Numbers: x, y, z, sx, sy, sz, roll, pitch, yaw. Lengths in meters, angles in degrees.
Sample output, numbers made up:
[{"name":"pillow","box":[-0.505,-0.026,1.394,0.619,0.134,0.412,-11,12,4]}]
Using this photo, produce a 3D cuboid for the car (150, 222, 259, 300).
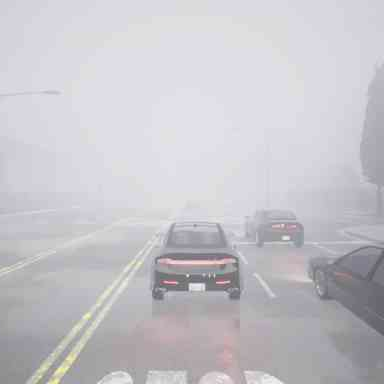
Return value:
[{"name":"car","box":[0.087,1.492,8.397,2.128,1.511,4.902,0,0,0]}]

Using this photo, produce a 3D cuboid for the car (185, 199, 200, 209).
[{"name":"car","box":[0.027,1.601,44.147,1.895,1.301,4.718,0,0,0]}]

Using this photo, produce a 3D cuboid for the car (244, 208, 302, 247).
[{"name":"car","box":[3.575,1.505,15.095,1.837,1.490,4.892,0,0,0]}]

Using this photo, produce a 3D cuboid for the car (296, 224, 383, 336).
[{"name":"car","box":[3.591,1.547,5.349,2.033,1.411,5.357,0,0,0]}]
